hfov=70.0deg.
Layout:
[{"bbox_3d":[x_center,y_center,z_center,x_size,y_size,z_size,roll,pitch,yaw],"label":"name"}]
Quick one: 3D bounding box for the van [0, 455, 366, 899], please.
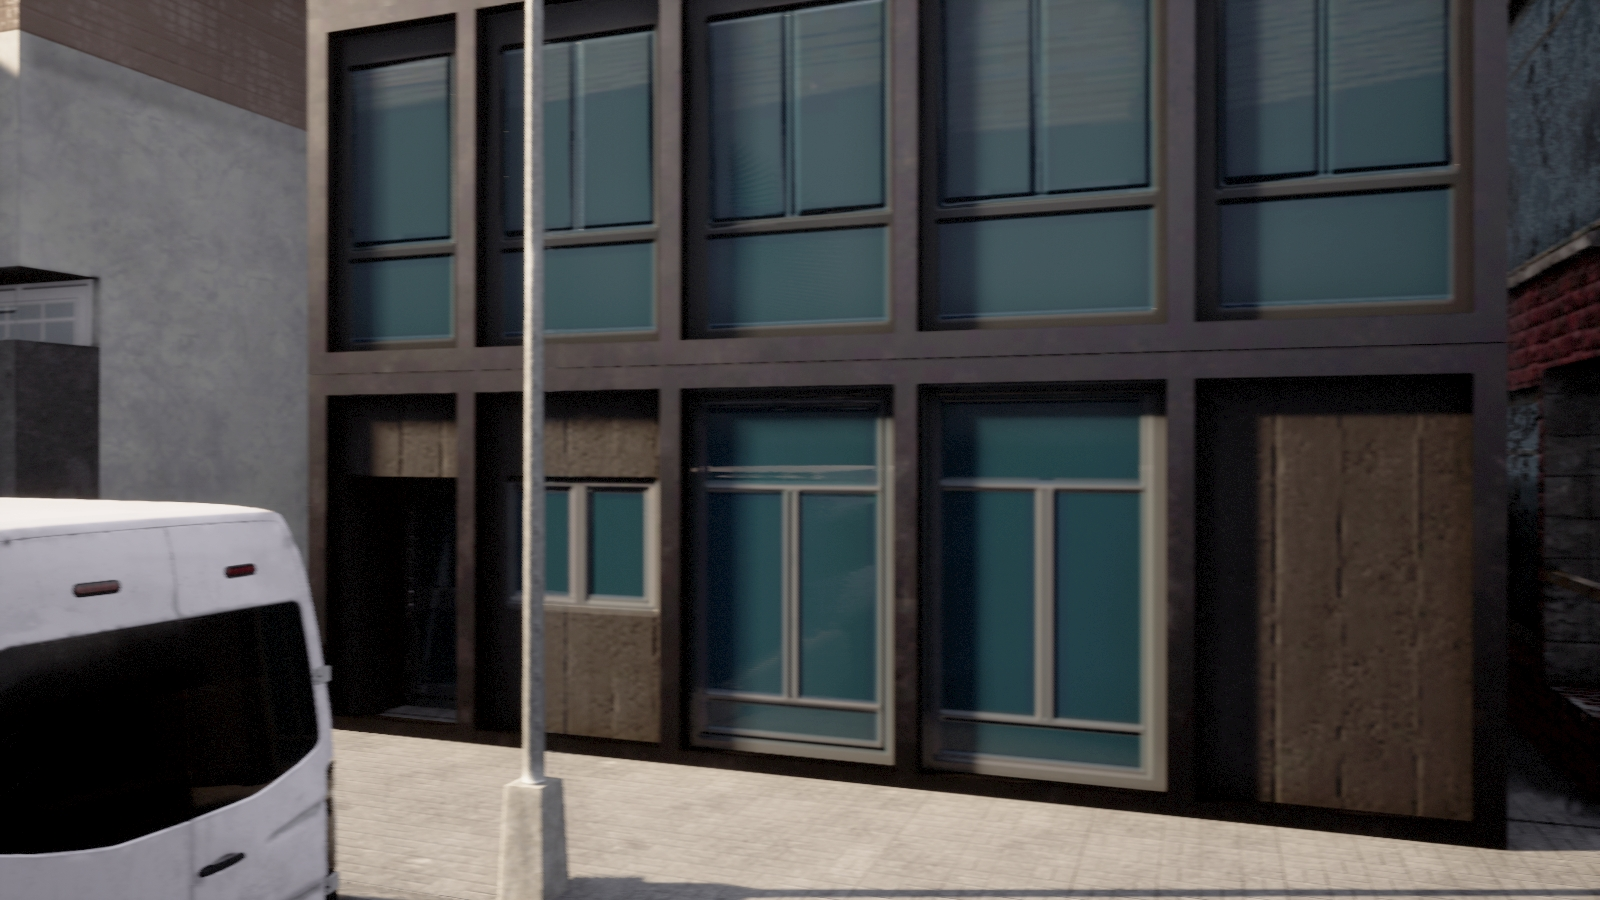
[{"bbox_3d":[-5.259,1.310,5.694,5.915,2.561,1.988,0,0,20],"label":"van"}]
